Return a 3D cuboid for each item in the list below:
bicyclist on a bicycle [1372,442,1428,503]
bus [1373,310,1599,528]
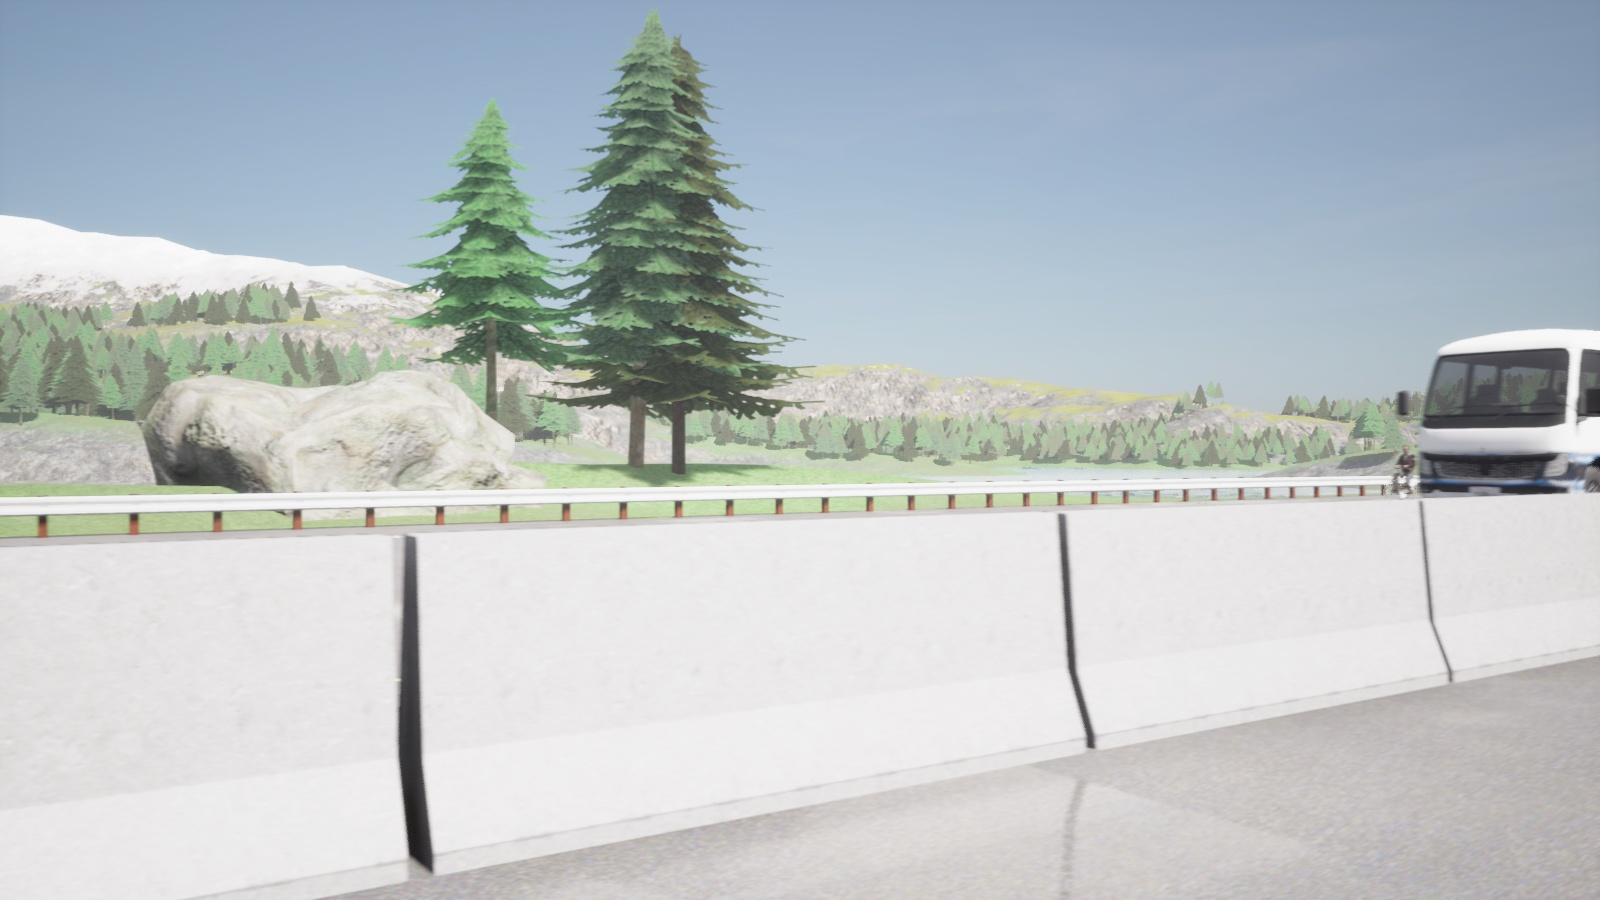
[{"bbox_3d":[17.884,0.669,37.426,1.843,1.776,0.659,0,0,-35],"label":"bicyclist on a bicycle"},{"bbox_3d":[17.956,-0.599,28.953,10.273,4.253,3.944,0,0,-35],"label":"bus"}]
